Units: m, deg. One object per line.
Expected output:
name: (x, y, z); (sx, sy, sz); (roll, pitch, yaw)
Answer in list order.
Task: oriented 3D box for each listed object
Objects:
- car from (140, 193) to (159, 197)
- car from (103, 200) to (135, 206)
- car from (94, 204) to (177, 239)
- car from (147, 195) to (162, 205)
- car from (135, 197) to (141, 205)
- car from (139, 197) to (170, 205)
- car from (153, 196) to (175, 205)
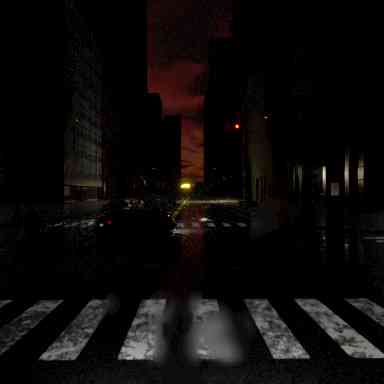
car: (-6.645, 1.227, 48.774); (2.150, 2.045, 5.566); (0, 0, 0)
car: (-6.646, 1.507, 29.600); (1.837, 1.490, 4.892); (0, 0, 1)
car: (-2.946, 1.565, 17.444); (4.181, 1.385, 1.994); (0, 0, -44)
car: (-6.622, 1.359, 59.036); (2.097, 1.767, 4.553); (0, 0, -1)
car: (-6.641, 1.604, 38.863); (1.895, 1.301, 4.718); (0, 0, 0)
car: (-3.379, 1.480, 30.891); (1.882, 1.535, 5.008); (0, 0, 0)
car: (-3.397, 1.529, 40.171); (1.812, 1.442, 4.674); (0, 0, 0)
